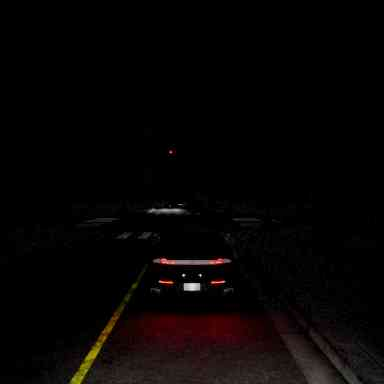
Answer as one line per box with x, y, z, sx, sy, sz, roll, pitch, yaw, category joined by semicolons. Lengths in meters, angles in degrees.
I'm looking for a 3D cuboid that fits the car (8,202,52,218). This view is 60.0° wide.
-14.760;1.576;29.581;4.313;1.339;1.947;0;0;0;car

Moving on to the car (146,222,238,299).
0.002;1.491;8.403;2.128;1.511;4.902;0;0;0;car

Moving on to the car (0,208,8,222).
-14.766;1.536;21.554;4.313;1.339;1.947;0;0;0;car

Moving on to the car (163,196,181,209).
-2.841;1.565;45.441;1.895;1.301;4.718;0;0;0;car
